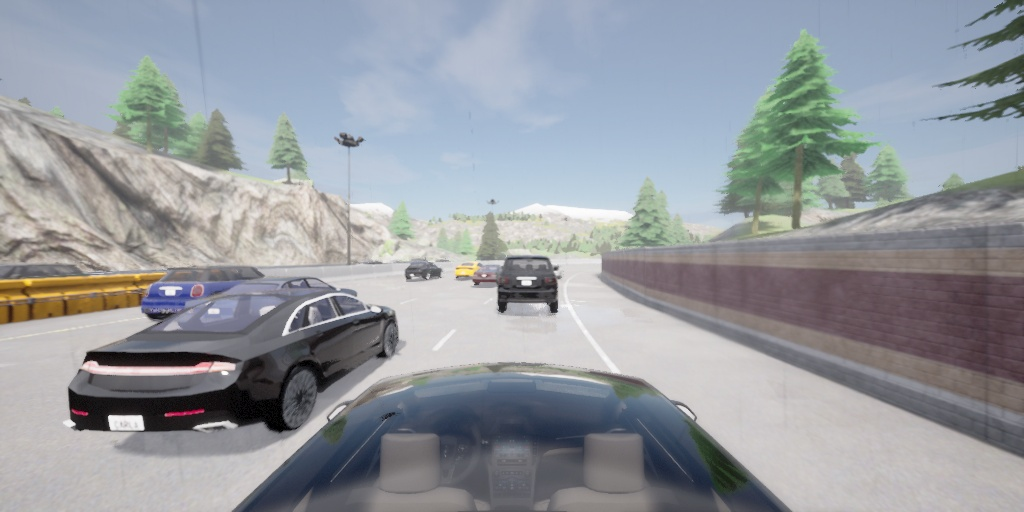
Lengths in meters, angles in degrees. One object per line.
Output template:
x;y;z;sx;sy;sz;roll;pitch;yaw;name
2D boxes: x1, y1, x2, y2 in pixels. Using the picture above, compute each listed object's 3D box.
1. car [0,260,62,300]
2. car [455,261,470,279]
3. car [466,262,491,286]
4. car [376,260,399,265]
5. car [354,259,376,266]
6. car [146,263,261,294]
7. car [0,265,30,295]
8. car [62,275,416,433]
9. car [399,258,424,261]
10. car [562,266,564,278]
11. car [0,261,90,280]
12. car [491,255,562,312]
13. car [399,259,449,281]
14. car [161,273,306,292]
-23.899;1.097;15.851;2.097;1.767;4.553;0;0;6;car
-3.540;1.246;32.308;1.882;1.535;5.008;0;0;12;car
-1.360;1.312;25.520;2.033;1.411;5.357;0;0;10;car
-18.428;1.323;56.859;2.033;1.411;5.357;0;0;20;car
-22.446;1.264;55.902;2.128;1.511;4.902;0;0;19;car
-9.919;1.102;12.689;2.097;1.767;4.553;0;0;4;car
-27.297;1.249;17.109;1.837;1.490;4.892;0;0;6;car
-3.303;1.242;5.547;2.128;1.511;4.902;0;0;1;car
-15.001;1.129;55.985;2.097;1.767;4.553;0;0;20;car
3.487;1.298;31.716;1.812;1.442;4.674;0;0;12;car
-20.490;1.098;14.662;2.097;1.767;4.553;0;0;5;car
0.710;0.980;14.438;2.150;2.045;5.566;0;0;5;car
-7.435;1.270;30.766;1.837;1.490;4.892;0;0;11;car
-6.601;1.299;10.614;2.033;1.411;5.357;0;0;3;car
